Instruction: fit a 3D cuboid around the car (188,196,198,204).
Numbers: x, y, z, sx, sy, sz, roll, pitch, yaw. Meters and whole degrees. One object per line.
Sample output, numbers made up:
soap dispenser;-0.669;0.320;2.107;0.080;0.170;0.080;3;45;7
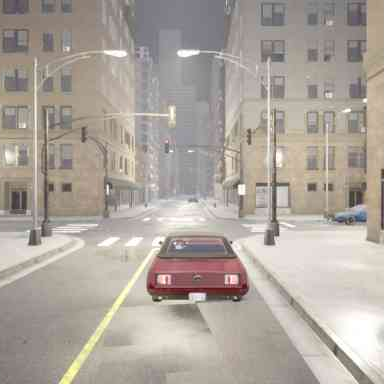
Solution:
car;0.180;1.507;65.198;1.812;1.442;4.674;0;0;0

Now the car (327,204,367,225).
car;12.198;1.512;22.804;5.357;1.411;2.033;0;0;3

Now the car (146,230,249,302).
car;0.093;1.601;8.214;1.895;1.301;4.718;0;0;0

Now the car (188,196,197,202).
car;0.098;1.567;75.127;1.895;1.301;4.718;0;0;0
